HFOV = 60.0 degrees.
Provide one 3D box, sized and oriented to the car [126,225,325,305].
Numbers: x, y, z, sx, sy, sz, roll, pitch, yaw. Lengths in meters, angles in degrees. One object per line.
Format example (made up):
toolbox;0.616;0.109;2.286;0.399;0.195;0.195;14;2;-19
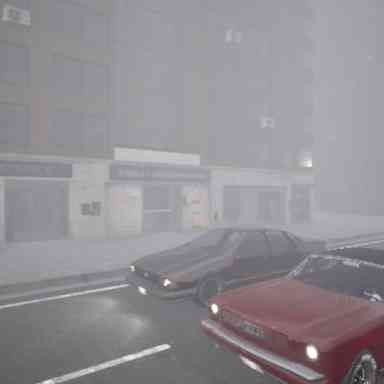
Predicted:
car;1.189;1.548;8.076;5.357;1.411;2.033;0;0;-36

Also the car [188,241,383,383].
car;2.452;1.607;4.984;4.718;1.301;1.895;0;0;-36
